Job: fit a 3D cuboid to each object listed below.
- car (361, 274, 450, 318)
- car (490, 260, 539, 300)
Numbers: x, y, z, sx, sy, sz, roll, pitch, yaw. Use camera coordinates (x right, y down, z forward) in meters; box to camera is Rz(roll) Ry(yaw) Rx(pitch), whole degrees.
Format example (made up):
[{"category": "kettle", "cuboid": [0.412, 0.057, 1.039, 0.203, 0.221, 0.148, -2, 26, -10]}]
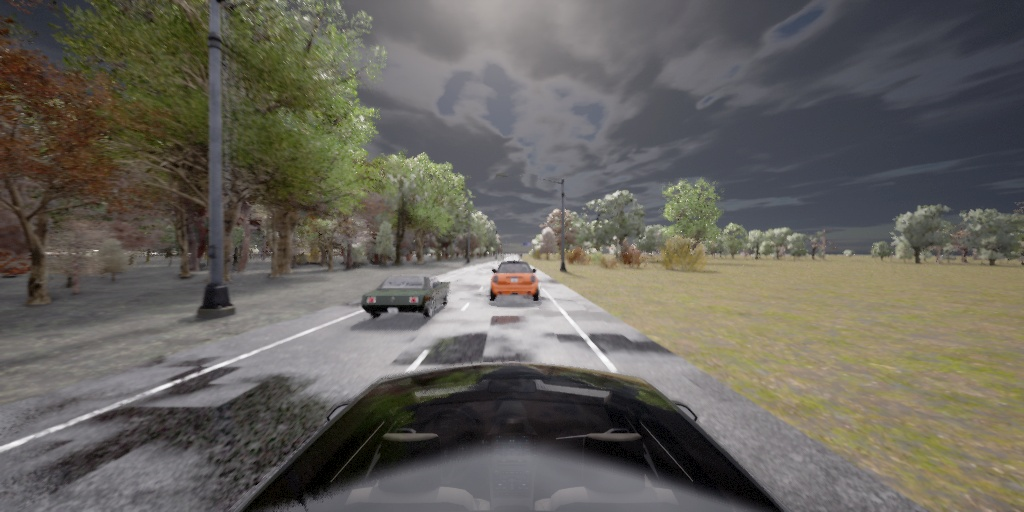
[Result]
[{"category": "car", "cuboid": [-3.400, 1.277, 12.504, 1.895, 1.301, 4.718, 0, 0, 0]}, {"category": "car", "cuboid": [0.101, 0.994, 16.898, 2.097, 1.767, 4.553, 0, 0, 0]}]
